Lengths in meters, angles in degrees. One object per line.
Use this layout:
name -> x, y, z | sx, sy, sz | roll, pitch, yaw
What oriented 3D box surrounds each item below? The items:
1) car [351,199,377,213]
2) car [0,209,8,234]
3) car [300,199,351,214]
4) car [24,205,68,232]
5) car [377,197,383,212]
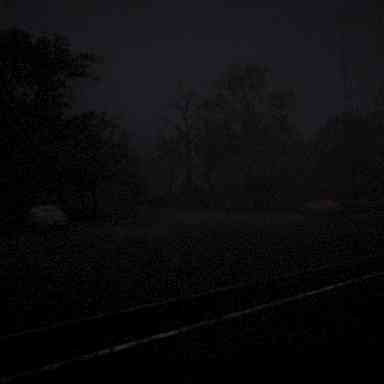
car -> 18.852, 1.610, 39.952 | 2.097, 1.535, 5.008 | 0, 0, -35
car -> -11.452, 1.457, 18.373 | 2.097, 1.535, 5.008 | 0, 0, -35
car -> 14.323, 1.571, 36.713 | 2.097, 1.535, 5.008 | 0, 0, -35
car -> -8.883, 1.508, 20.193 | 2.002, 1.452, 4.674 | 0, 0, -35
car -> 21.123, 1.676, 41.566 | 2.002, 1.452, 4.674 | 1, 0, -35
